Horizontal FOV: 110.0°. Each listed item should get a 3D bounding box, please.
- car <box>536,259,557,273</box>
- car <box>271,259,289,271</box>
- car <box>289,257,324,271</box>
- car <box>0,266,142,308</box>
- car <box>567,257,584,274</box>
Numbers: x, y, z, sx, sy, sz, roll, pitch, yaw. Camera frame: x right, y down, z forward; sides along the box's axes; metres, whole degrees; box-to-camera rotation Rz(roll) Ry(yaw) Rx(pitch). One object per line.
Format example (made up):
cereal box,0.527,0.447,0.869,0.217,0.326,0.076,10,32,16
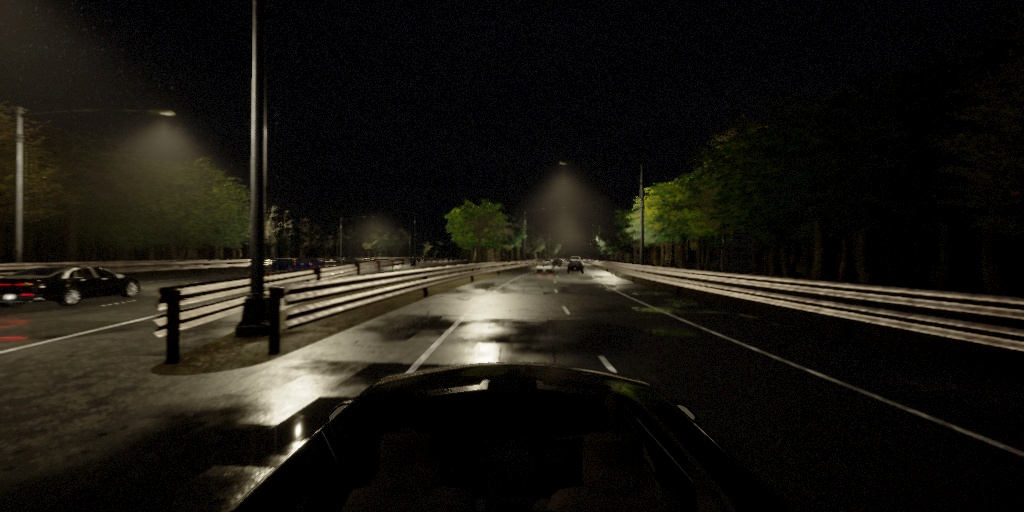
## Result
car,4.121,1.392,43.599,1.895,1.301,4.718,0,0,10
car,-27.569,1.085,43.745,1.812,1.442,4.674,0,0,-10
car,-23.602,0.940,41.789,2.097,1.767,4.553,0,0,-11
car,-17.509,1.144,14.422,1.837,1.490,4.892,0,0,-14
car,7.666,1.288,43.524,1.882,1.535,5.008,0,0,10
